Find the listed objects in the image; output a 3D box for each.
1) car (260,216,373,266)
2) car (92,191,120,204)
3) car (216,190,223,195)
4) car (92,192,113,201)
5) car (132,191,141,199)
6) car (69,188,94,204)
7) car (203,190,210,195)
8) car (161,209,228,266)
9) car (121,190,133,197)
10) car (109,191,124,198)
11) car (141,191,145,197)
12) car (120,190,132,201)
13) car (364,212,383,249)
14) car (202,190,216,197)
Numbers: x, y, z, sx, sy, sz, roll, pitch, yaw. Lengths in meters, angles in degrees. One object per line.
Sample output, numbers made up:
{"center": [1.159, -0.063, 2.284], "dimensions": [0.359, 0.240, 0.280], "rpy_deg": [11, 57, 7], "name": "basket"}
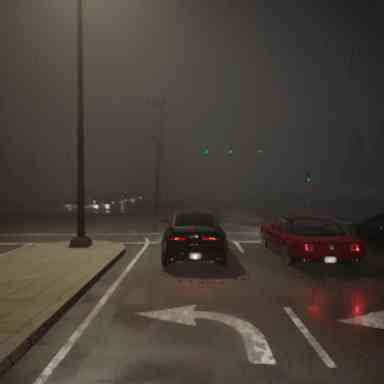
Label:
{"center": [3.558, 1.428, 10.821], "dimensions": [1.895, 1.301, 4.718], "rpy_deg": [0, 1, -1], "name": "car"}
{"center": [-11.568, 0.885, 45.272], "dimensions": [1.895, 1.301, 4.718], "rpy_deg": [0, 1, 0], "name": "car"}
{"center": [7.301, 0.152, 88.718], "dimensions": [1.994, 1.385, 4.181], "rpy_deg": [0, 1, 2], "name": "car"}
{"center": [-15.016, 0.661, 56.049], "dimensions": [2.033, 1.411, 5.357], "rpy_deg": [0, 1, 1], "name": "car"}
{"center": [-11.464, 0.601, 63.255], "dimensions": [1.895, 1.301, 4.718], "rpy_deg": [0, 1, 0], "name": "car"}
{"center": [-15.064, 0.497, 45.796], "dimensions": [2.150, 2.045, 5.566], "rpy_deg": [0, 1, 0], "name": "car"}
{"center": [3.808, 0.119, 89.031], "dimensions": [1.812, 1.442, 4.674], "rpy_deg": [0, 1, 2], "name": "car"}
{"center": [0.045, 1.332, 10.849], "dimensions": [1.837, 1.490, 4.892], "rpy_deg": [0, 1, -1], "name": "car"}
{"center": [-14.940, 0.313, 76.198], "dimensions": [1.812, 1.442, 4.674], "rpy_deg": [0, 1, 0], "name": "car"}
{"center": [-14.962, 0.520, 65.995], "dimensions": [1.994, 1.385, 4.181], "rpy_deg": [0, 1, 0], "name": "car"}
{"center": [-11.455, 0.397, 73.104], "dimensions": [1.994, 1.385, 4.181], "rpy_deg": [0, 1, 0], "name": "car"}
{"center": [-11.539, 0.647, 54.280], "dimensions": [1.837, 1.490, 4.892], "rpy_deg": [0, 1, 0], "name": "car"}
{"center": [7.100, 1.345, 11.283], "dimensions": [1.812, 1.442, 4.674], "rpy_deg": [0, 1, 0], "name": "car"}
{"center": [3.545, 0.346, 71.688], "dimensions": [1.882, 1.535, 5.008], "rpy_deg": [0, 1, 0], "name": "car"}
